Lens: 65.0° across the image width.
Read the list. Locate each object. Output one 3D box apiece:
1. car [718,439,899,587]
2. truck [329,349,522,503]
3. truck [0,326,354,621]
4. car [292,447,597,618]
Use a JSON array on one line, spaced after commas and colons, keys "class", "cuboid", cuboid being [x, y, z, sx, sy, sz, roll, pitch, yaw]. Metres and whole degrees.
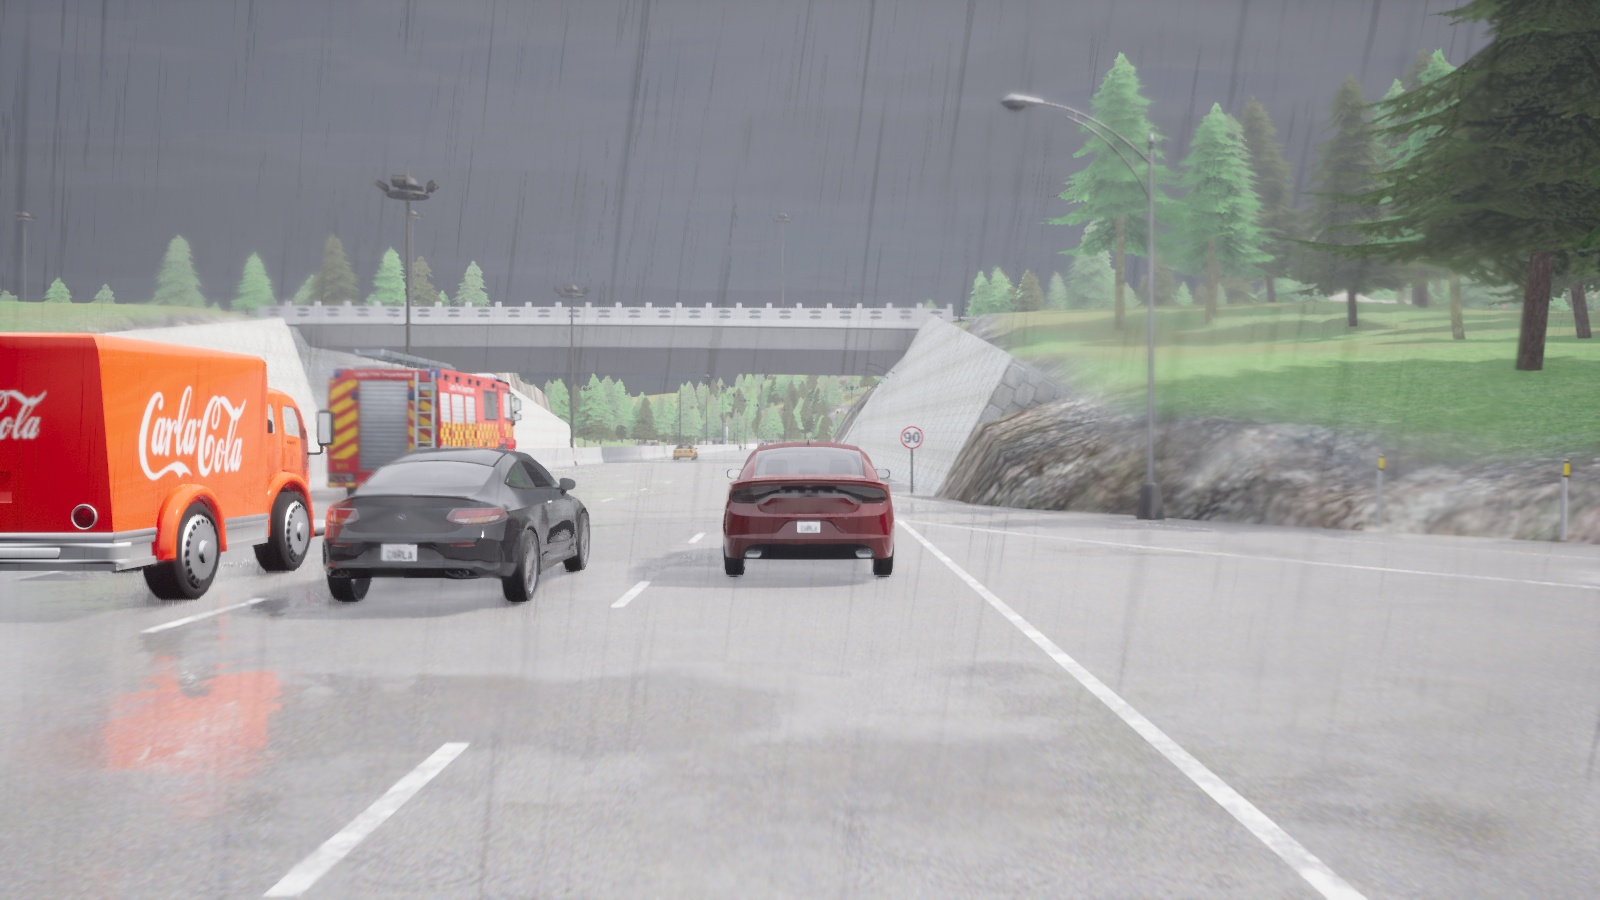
[{"class": "car", "cuboid": [0.104, 0.637, 15.534, 1.882, 1.535, 5.008, 0, 0, 0]}, {"class": "truck", "cuboid": [-10.281, -0.627, 35.582, 2.891, 3.827, 8.468, 0, 0, 0]}, {"class": "truck", "cuboid": [-6.910, 0.180, 13.103, 2.627, 2.467, 5.204, 0, 0, 0]}, {"class": "car", "cuboid": [-3.410, 0.696, 13.045, 1.812, 1.442, 4.674, 0, 0, 0]}]
